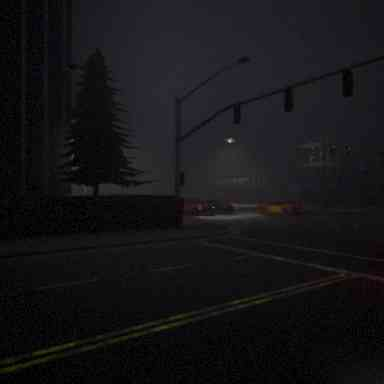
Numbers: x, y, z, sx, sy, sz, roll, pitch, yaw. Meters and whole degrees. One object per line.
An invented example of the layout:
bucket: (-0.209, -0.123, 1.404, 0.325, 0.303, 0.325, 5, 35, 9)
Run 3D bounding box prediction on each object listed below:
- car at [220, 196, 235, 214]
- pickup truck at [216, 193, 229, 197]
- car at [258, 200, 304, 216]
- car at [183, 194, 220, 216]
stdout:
car: (2.474, 1.538, 36.014, 1.882, 1.535, 5.008, 0, 0, -36)
pickup truck: (5.806, 1.171, 65.766, 2.390, 2.098, 6.274, 0, 0, -6)
car: (8.853, 1.548, 33.569, 1.882, 1.535, 5.008, 0, 0, -36)
car: (0.257, 1.403, 33.114, 2.097, 1.767, 4.553, 0, 0, -36)
